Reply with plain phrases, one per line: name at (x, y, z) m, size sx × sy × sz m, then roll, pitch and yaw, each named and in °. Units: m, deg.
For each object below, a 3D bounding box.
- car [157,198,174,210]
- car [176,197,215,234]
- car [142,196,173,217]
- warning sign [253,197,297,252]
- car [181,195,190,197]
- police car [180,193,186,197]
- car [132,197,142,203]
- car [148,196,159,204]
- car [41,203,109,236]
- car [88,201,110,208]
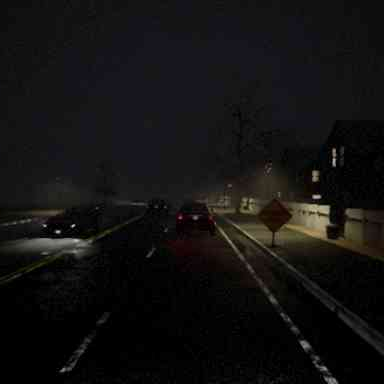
car at (-3.615, 1.559, 46.061) m, size 2.128 × 1.511 × 4.902 m, roll 0°, pitch 0°, yaw -2°
car at (0.174, 1.378, 19.322) m, size 2.097 × 1.767 × 4.553 m, roll 0°, pitch 0°, yaw 0°
car at (-3.253, 1.391, 32.260) m, size 2.097 × 1.767 × 4.553 m, roll 0°, pitch 0°, yaw -1°
warning sign at (2.975, 1.140, 12.097) m, size 1.300 × 1.860 × 1.060 m, roll 1°, pitch 1°, yaw 0°
car at (-0.293, 1.551, 44.883) m, size 1.882 × 1.535 × 5.008 m, roll 0°, pitch -1°, yaw -2°
police car at (-1.395, 1.597, 82.642) m, size 1.930 × 1.638 × 5.238 m, roll 0°, pitch 0°, yaw -4°
car at (-11.266, 1.638, 69.475) m, size 1.994 × 1.385 × 4.181 m, roll 0°, pitch 0°, yaw -3°
car at (-8.024, 1.631, 69.688) m, size 2.033 × 1.411 × 5.357 m, roll 0°, pitch 0°, yaw -3°
car at (-6.506, 1.550, 18.789) m, size 2.033 × 1.411 × 5.357 m, roll 0°, pitch 0°, yaw 0°
car at (-9.836, 1.623, 33.864) m, size 1.895 × 1.301 × 4.718 m, roll 0°, pitch 0°, yaw -1°
